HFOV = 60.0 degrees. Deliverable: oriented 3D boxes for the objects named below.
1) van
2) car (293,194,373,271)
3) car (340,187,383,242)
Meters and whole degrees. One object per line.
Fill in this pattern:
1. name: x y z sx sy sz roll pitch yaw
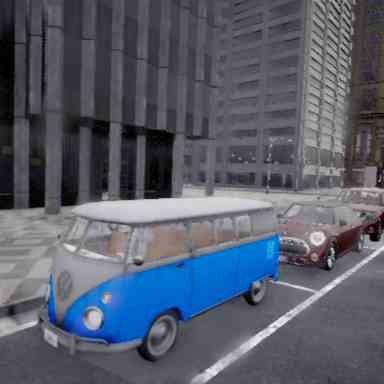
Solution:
1. van: -0.136 1.000 5.143 1.690 1.788 3.998 5 4 40
2. car: 3.400 0.989 9.340 1.967 1.590 4.097 5 4 40
3. car: 6.945 0.755 13.524 2.192 1.841 5.009 5 4 40
